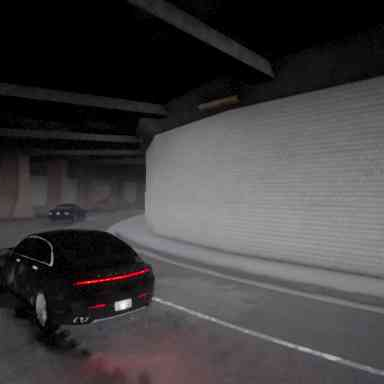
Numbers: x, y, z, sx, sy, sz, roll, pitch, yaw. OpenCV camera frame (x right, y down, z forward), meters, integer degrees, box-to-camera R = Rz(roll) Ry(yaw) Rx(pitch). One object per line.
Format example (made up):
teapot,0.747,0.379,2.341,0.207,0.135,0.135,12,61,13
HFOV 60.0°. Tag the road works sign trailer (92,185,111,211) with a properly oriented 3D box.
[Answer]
road works sign trailer,-12.502,0.769,46.974,2.380,3.560,2.880,0,0,14

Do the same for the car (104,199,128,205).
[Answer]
car,-14.413,2.032,64.651,1.895,1.301,4.718,0,0,21

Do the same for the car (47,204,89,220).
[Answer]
car,-10.215,1.708,27.800,2.033,1.411,5.357,0,0,-1

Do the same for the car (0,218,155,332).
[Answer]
car,-2.711,1.547,7.052,1.837,1.490,4.892,0,0,-42

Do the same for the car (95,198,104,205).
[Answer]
car,-17.409,1.931,66.608,1.812,1.442,4.674,0,0,21
